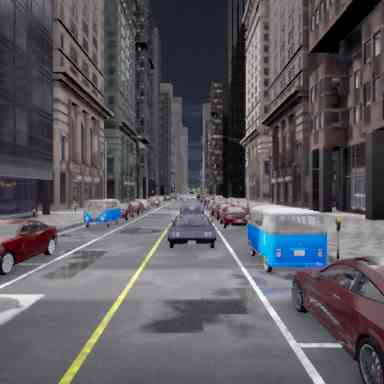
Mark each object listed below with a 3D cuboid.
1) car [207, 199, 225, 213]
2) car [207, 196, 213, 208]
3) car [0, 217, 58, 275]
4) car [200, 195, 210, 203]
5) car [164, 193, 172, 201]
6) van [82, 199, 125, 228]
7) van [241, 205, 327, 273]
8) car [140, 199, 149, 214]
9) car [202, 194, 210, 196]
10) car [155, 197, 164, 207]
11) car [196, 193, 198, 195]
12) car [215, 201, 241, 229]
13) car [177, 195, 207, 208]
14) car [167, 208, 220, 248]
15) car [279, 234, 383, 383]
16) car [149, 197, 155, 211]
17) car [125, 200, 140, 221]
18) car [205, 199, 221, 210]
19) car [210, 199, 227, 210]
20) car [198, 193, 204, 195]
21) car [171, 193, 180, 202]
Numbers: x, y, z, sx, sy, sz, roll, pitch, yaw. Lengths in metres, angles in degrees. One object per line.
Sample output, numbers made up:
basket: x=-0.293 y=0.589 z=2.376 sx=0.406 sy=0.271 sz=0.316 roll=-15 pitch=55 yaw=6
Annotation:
car: x=2.760 y=1.522 z=38.576 sx=1.752 sy=1.417 sz=4.829 roll=0 pitch=0 yaw=0
car: x=2.759 y=1.437 z=32.805 sx=1.967 sy=1.590 sz=4.097 roll=0 pitch=0 yaw=0
car: x=-5.765 y=1.542 z=10.387 sx=1.887 sy=1.381 sz=4.507 roll=0 pitch=0 yaw=0
car: x=2.759 y=1.438 z=72.017 sx=1.967 sy=1.590 sz=4.097 roll=0 pitch=0 yaw=0
car: x=-5.765 y=1.544 z=77.613 sx=1.887 sy=1.381 sz=4.507 roll=0 pitch=0 yaw=0
van: x=-5.766 y=1.338 z=21.592 sx=1.690 sy=1.788 sz=3.998 roll=0 pitch=0 yaw=0
van: x=2.759 y=1.338 z=10.397 sx=1.690 sy=1.788 sz=3.998 roll=0 pitch=0 yaw=0
car: x=-5.765 y=1.541 z=32.796 sx=1.887 sy=1.381 sz=4.507 roll=0 pitch=0 yaw=0
car: x=2.760 y=1.541 z=55.212 sx=1.887 sy=1.381 sz=4.507 roll=0 pitch=0 yaw=0
car: x=-5.766 y=1.437 z=49.603 sx=1.967 sy=1.590 sz=4.097 roll=0 pitch=0 yaw=0
car: x=2.394 y=1.229 z=90.050 sx=2.150 sy=2.045 sz=5.566 roll=0 pitch=0 yaw=0
car: x=2.760 y=1.541 z=21.601 sx=1.887 sy=1.381 sz=4.507 roll=0 pitch=0 yaw=0
car: x=0.000 y=1.364 z=29.621 sx=2.097 sy=1.767 sz=4.553 roll=0 pitch=0 yaw=0
car: x=0.000 y=1.614 z=14.681 sx=1.895 sy=1.301 sz=4.718 roll=0 pitch=0 yaw=0
car: x=2.760 y=1.579 z=4.796 sx=1.802 sy=1.307 sz=4.206 roll=0 pitch=0 yaw=0
car: x=-5.765 y=1.522 z=38.229 sx=1.752 sy=1.417 sz=4.829 roll=0 pitch=0 yaw=0
car: x=-5.765 y=1.541 z=27.194 sx=1.887 sy=1.381 sz=4.507 roll=0 pitch=0 yaw=0
car: x=2.760 y=1.579 z=44.009 sx=1.802 sy=1.307 sz=4.206 roll=0 pitch=0 yaw=0
car: x=2.760 y=1.541 z=27.203 sx=1.887 sy=1.381 sz=4.507 roll=0 pitch=0 yaw=0
car: x=2.759 y=1.313 z=66.416 sx=2.192 sy=1.841 sz=5.009 roll=0 pitch=0 yaw=0
car: x=-3.000 y=1.468 z=76.709 sx=2.128 sy=1.511 sz=4.902 roll=0 pitch=0 yaw=0
